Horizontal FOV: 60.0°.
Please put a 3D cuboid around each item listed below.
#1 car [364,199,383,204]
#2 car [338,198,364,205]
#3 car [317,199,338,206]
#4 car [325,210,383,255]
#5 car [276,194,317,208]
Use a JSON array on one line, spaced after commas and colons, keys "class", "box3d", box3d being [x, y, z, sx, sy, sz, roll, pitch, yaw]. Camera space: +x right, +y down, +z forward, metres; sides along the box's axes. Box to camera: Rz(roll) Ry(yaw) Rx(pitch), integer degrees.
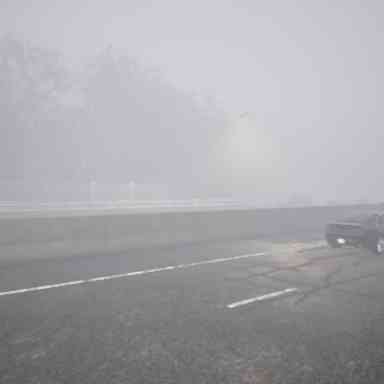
[{"class": "car", "box3d": [21.153, 1.628, 36.255, 4.718, 1.301, 1.895, 0, 0, -35]}, {"class": "car", "box3d": [19.967, 1.534, 39.700, 4.892, 1.490, 1.837, 1, 0, -35]}, {"class": "car", "box3d": [17.548, 1.574, 42.269, 5.357, 1.411, 2.033, 0, 0, -35]}, {"class": "car", "box3d": [7.357, 1.516, 13.421, 4.892, 1.490, 1.837, 0, 0, -36]}, {"class": "car", "box3d": [13.514, 1.246, 43.698, 5.566, 2.045, 2.150, 0, 0, -35]}]
